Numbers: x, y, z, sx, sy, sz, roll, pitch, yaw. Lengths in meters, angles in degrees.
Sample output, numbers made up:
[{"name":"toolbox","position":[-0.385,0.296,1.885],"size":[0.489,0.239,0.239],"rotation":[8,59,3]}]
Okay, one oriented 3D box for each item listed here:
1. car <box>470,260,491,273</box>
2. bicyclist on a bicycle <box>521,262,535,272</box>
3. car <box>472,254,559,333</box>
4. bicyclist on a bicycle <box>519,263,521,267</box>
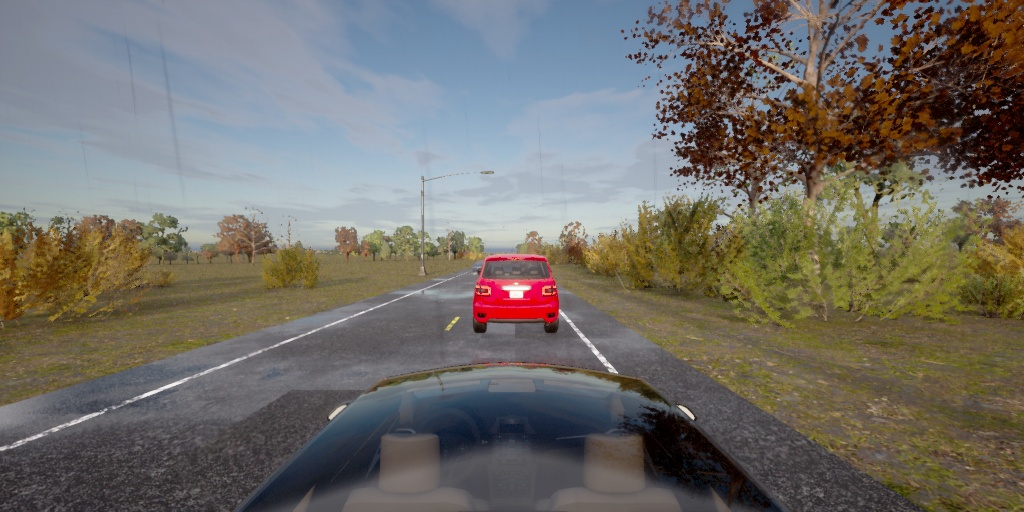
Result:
[{"name":"car","position":[-3.783,1.285,43.928],"size":[2.033,1.411,5.357],"rotation":[0,0,0]},{"name":"bicyclist on a bicycle","position":[0.935,1.114,18.560],"size":[0.659,1.776,1.843],"rotation":[0,0,0]},{"name":"car","position":[0.088,0.968,10.854],"size":[2.150,2.045,5.566],"rotation":[0,0,0]},{"name":"bicyclist on a bicycle","position":[0.891,1.111,28.573],"size":[0.659,1.776,1.843],"rotation":[0,0,0]}]
